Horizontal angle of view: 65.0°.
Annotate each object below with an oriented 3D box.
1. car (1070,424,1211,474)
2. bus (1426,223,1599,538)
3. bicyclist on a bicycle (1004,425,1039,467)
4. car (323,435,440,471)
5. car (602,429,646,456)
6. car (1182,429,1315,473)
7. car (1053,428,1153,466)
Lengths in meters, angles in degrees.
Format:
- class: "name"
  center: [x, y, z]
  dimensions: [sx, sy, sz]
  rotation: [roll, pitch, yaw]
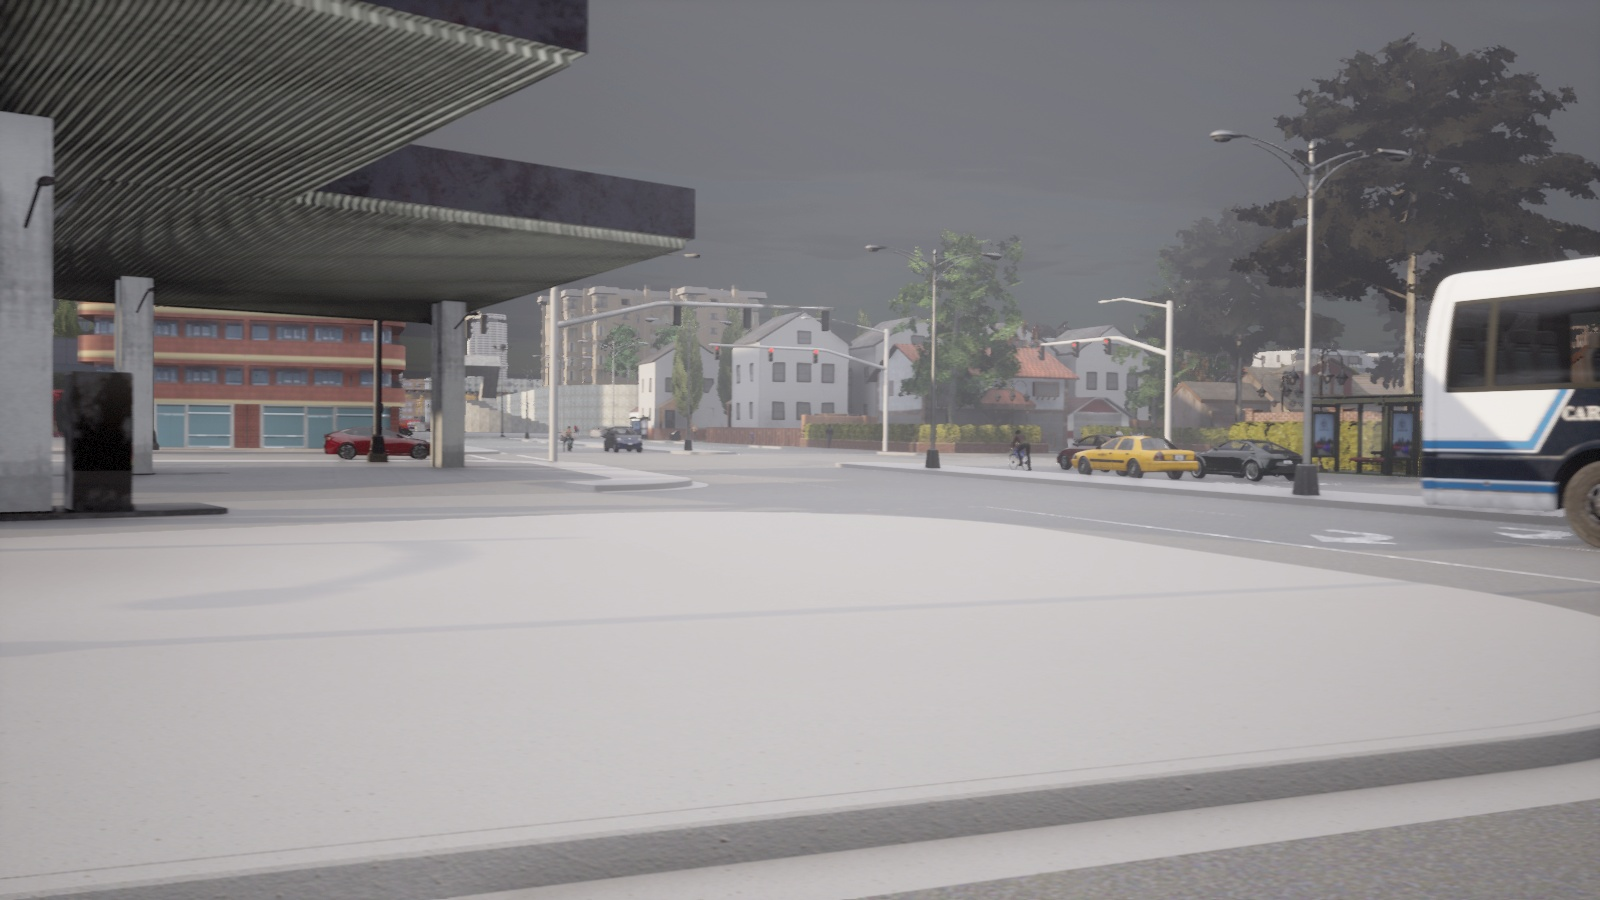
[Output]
- class: "car"
  center: [11.461, -0.084, 42.769]
  dimensions: [1.801, 1.575, 5.366]
  rotation: [-1, 1, -21]
- class: "bus"
  center: [13.774, -0.982, 15.659]
  dimensions: [3.944, 4.253, 10.273]
  rotation: [-2, 1, -27]
- class: "bicyclist on a bicycle"
  center: [8.771, -0.154, 49.732]
  dimensions: [0.582, 1.620, 1.656]
  rotation: [-1, 1, -21]
- class: "car"
  center: [-18.566, 0.091, 55.704]
  dimensions: [4.792, 1.488, 2.163]
  rotation: [-1, 1, -22]
- class: "car"
  center: [-11.049, -0.469, 78.834]
  dimensions: [1.851, 1.617, 3.988]
  rotation: [-1, 1, -21]
- class: "car"
  center: [15.206, 0.000, 42.817]
  dimensions: [1.994, 1.385, 4.181]
  rotation: [-1, 1, -22]
- class: "car"
  center: [12.164, -0.145, 50.663]
  dimensions: [1.816, 1.474, 4.193]
  rotation: [-1, 1, -21]
